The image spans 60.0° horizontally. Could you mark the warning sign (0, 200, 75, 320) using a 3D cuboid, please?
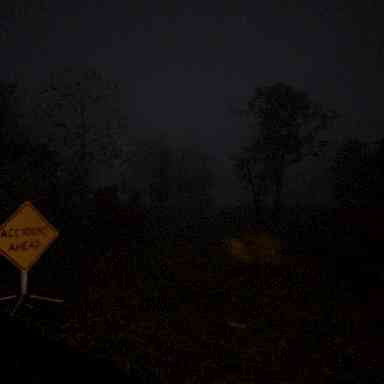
[{"bbox_3d":[-3.052,1.096,6.084,1.060,1.860,1.300,1,0,35],"label":"warning sign"}]
